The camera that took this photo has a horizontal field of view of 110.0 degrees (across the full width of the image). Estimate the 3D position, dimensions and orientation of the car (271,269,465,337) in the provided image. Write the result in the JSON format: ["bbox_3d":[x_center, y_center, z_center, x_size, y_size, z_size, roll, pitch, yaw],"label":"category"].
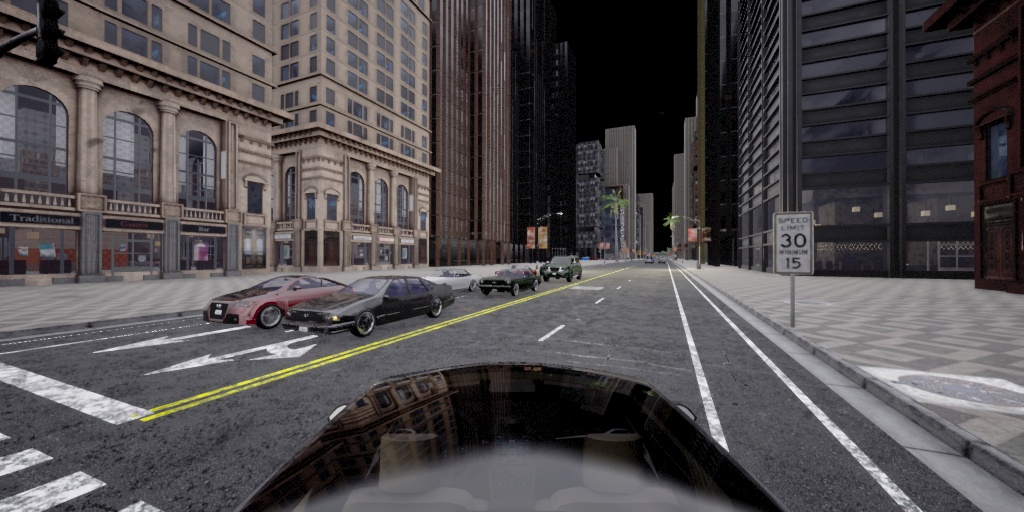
[{"bbox_3d":[-3.771,1.299,10.725,2.033,1.411,5.357,0,0,23],"label":"car"}]

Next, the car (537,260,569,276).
[{"bbox_3d":[4.420,1.250,37.941,1.882,1.535,5.008,0,0,24],"label":"car"}]

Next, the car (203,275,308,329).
[{"bbox_3d":[-7.026,1.316,11.372,1.994,1.385,4.181,0,0,23],"label":"car"}]

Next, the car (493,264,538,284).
[{"bbox_3d":[0.359,1.364,28.577,1.895,1.301,4.718,0,0,23],"label":"car"}]

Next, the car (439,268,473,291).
[{"bbox_3d":[-3.574,1.357,19.425,1.895,1.301,4.718,0,0,23],"label":"car"}]

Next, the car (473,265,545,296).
[{"bbox_3d":[0.012,1.357,19.536,1.895,1.301,4.718,0,0,23],"label":"car"}]

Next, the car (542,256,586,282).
[{"bbox_3d":[4.237,0.986,29.363,2.150,2.045,5.566,0,0,23],"label":"car"}]
